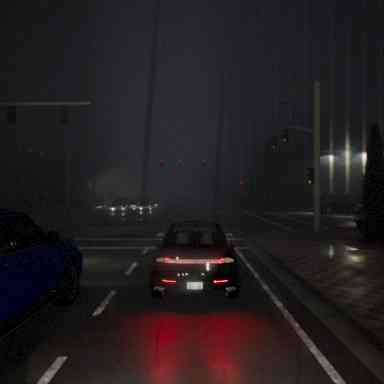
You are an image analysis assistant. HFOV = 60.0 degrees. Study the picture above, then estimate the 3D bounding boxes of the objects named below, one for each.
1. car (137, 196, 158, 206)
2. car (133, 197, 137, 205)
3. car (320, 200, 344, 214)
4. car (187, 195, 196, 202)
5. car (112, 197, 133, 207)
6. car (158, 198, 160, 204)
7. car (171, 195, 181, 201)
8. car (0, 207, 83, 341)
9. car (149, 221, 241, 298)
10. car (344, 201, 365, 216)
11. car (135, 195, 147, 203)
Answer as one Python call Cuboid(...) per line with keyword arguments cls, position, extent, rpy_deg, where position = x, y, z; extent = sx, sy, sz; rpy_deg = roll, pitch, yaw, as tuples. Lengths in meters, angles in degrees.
Cuboid(cls="car", position=(-7.178, 1.505, 53.999), extent=(1.837, 1.490, 4.892), rpy_deg=(0, 0, 0))
Cuboid(cls="car", position=(-10.670, 1.600, 59.340), extent=(1.895, 1.301, 4.718), rpy_deg=(0, 0, 0))
Cuboid(cls="car", position=(15.234, 1.563, 34.904), extent=(4.181, 1.385, 1.994), rpy_deg=(0, 0, -1))
Cuboid(cls="car", position=(-0.128, 1.428, 75.523), extent=(1.837, 1.490, 4.892), rpy_deg=(0, 0, 0))
Cuboid(cls="car", position=(-10.683, 1.525, 50.231), extent=(1.812, 1.442, 4.674), rpy_deg=(0, 0, 0))
Cuboid(cls="car", position=(-7.164, 1.564, 62.908), extent=(1.994, 1.385, 4.181), rpy_deg=(0, 0, 0))
Cuboid(cls="car", position=(-3.629, 1.339, 76.057), extent=(1.812, 1.442, 4.674), rpy_deg=(0, 0, 0))
Cuboid(cls="car", position=(-3.450, 1.221, 4.845), extent=(2.150, 2.045, 5.566), rpy_deg=(0, 0, 1))
Cuboid(cls="car", position=(0.079, 1.491, 8.477), extent=(2.128, 1.511, 4.902), rpy_deg=(0, 0, 1))
Cuboid(cls="car", position=(17.482, 1.504, 31.430), extent=(4.892, 1.490, 1.837), rpy_deg=(0, 0, -1))
Cuboid(cls="car", position=(-10.618, 1.477, 69.782), extent=(1.882, 1.535, 5.008), rpy_deg=(0, 0, 0))
